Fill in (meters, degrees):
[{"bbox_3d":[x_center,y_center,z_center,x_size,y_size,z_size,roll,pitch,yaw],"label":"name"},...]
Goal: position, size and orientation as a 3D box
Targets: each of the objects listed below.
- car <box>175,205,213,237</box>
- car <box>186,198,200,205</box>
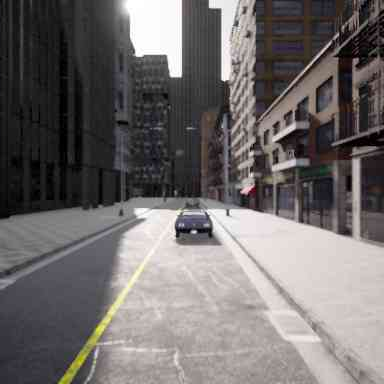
[{"bbox_3d":[0.093,1.608,18.025,1.895,1.301,4.718,0,0,0],"label":"car"},{"bbox_3d":[0.081,1.537,46.084,2.128,1.511,4.902,0,0,0],"label":"car"}]
